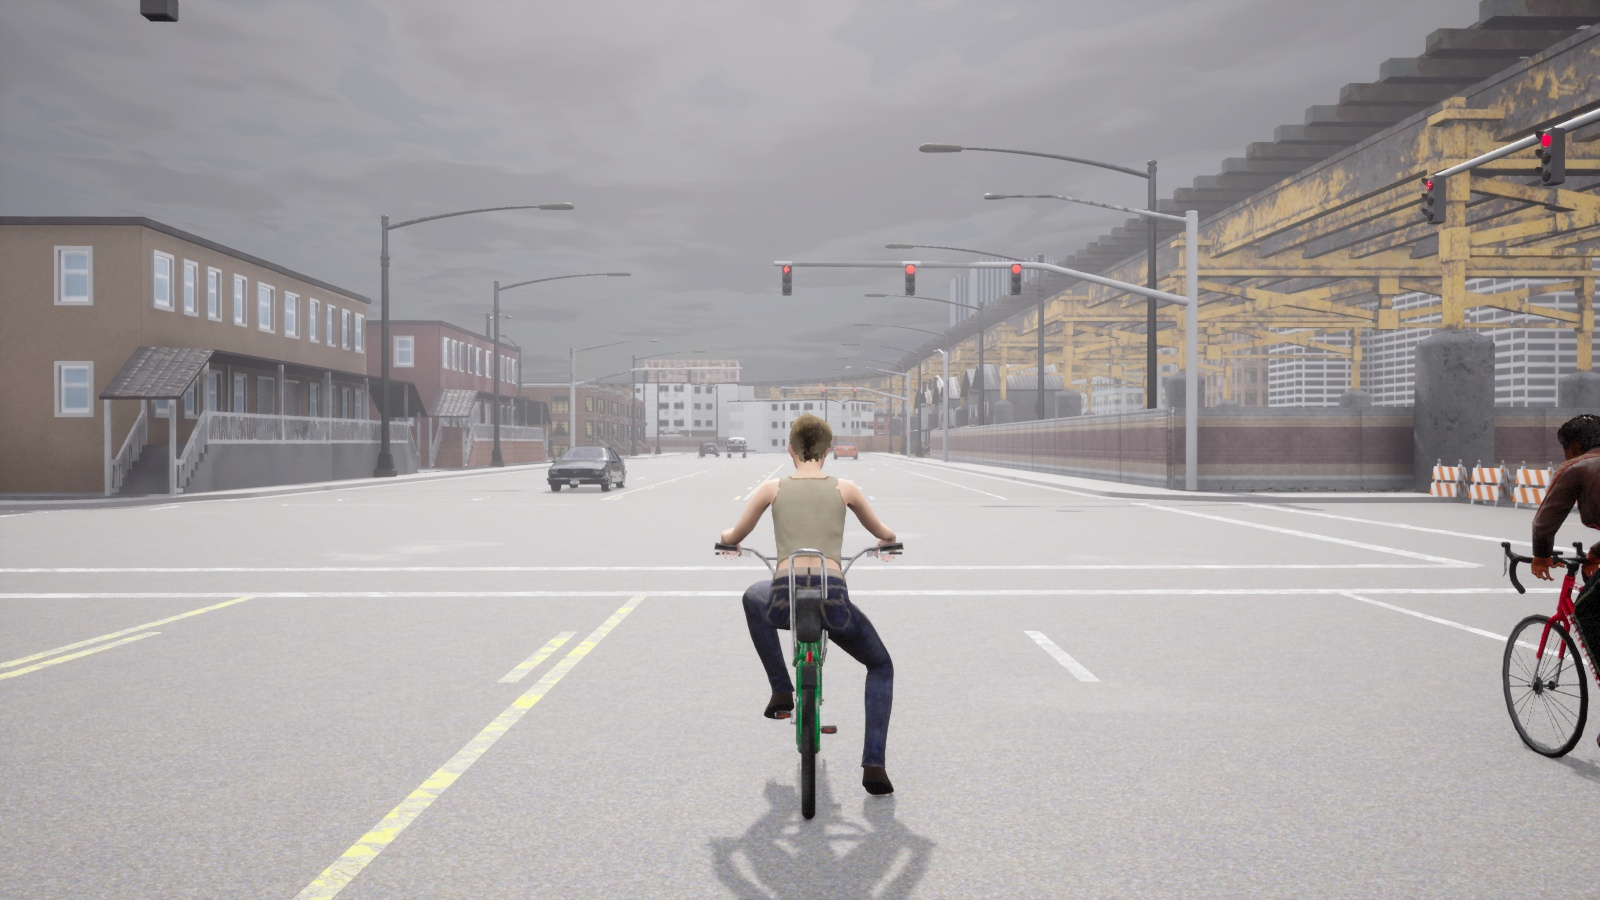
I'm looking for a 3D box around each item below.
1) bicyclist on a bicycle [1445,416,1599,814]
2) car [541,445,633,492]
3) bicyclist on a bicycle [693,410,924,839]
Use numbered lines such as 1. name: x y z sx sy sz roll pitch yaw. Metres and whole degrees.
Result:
1. bicyclist on a bicycle: 3.545 0.671 5.511 0.582 1.620 1.656 0 0 0
2. car: -6.773 0.560 40.530 2.033 1.411 5.357 0 0 0
3. bicyclist on a bicycle: 0.038 0.652 5.474 0.866 1.612 1.509 0 0 0
